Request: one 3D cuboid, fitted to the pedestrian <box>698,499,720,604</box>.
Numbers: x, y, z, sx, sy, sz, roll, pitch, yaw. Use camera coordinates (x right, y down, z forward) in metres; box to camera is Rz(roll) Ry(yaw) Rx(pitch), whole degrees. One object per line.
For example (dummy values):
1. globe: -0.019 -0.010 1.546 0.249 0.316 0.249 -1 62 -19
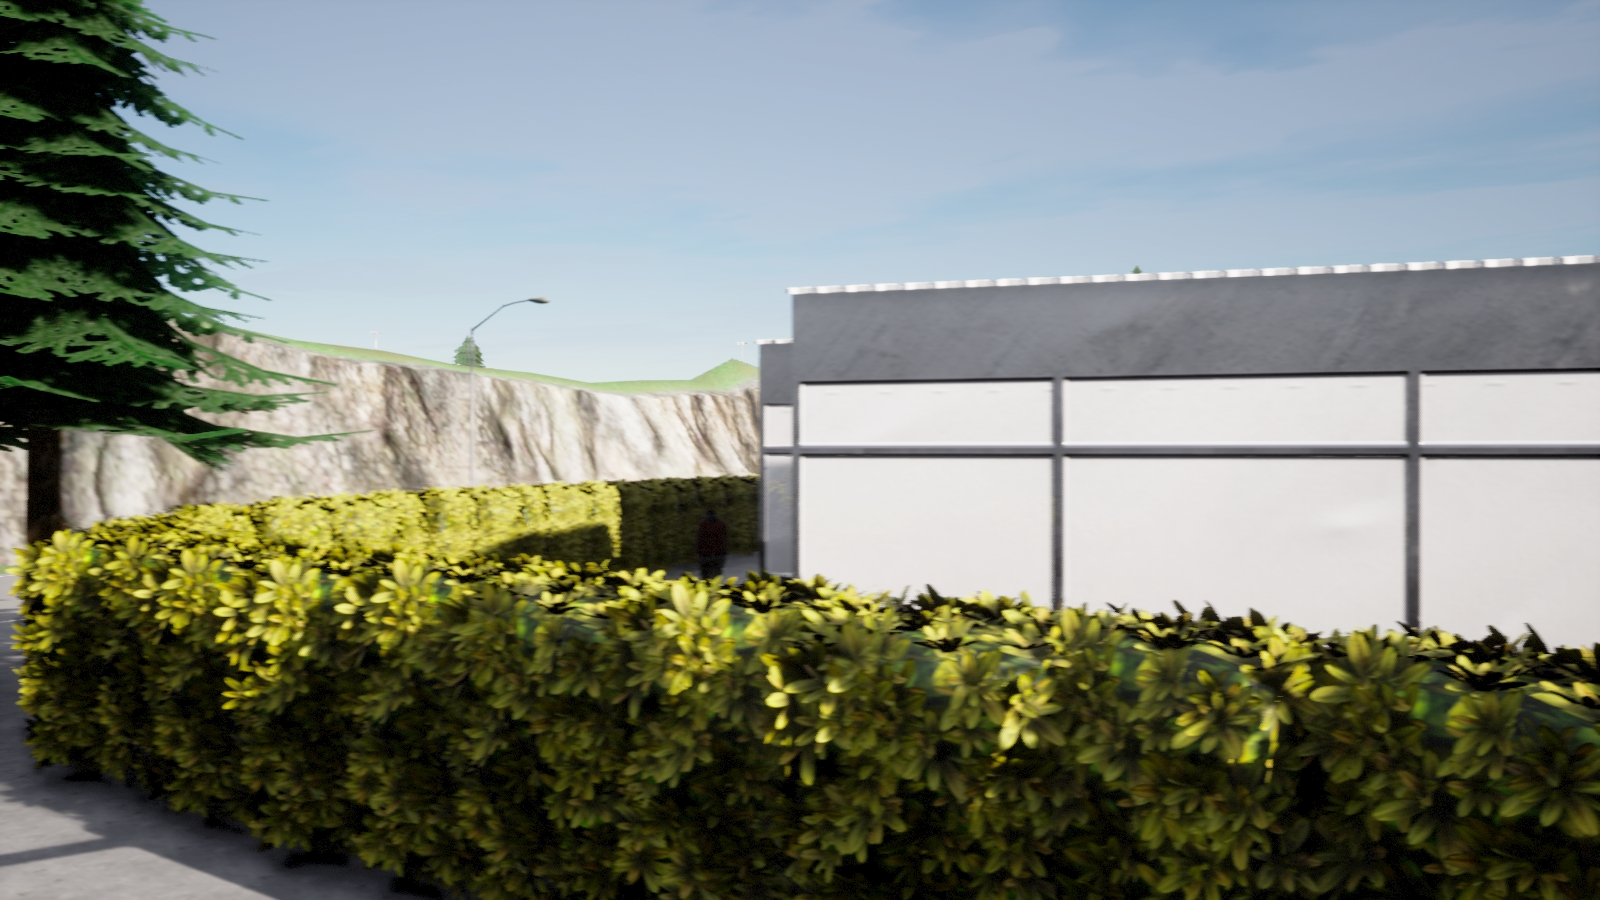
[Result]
1. pedestrian: -1.650 1.836 20.732 0.375 1.860 0.375 0 0 -9
